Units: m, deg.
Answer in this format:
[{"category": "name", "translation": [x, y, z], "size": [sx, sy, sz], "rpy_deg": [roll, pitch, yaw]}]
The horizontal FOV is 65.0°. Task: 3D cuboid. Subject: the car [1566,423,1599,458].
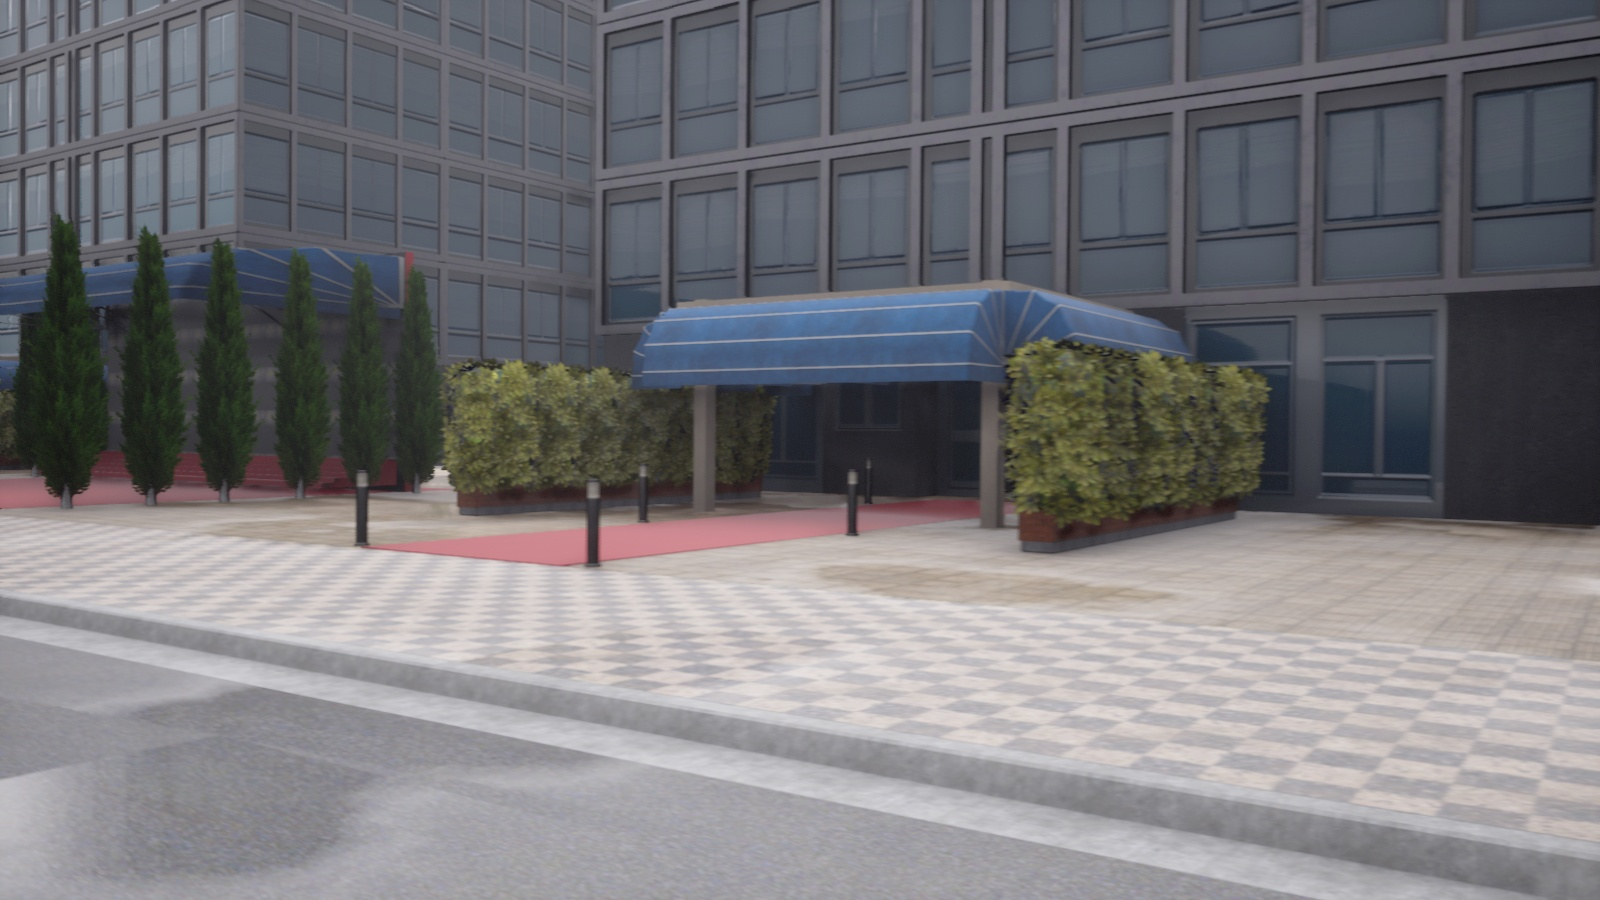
[{"category": "car", "translation": [36.383, -0.446, 54.810], "size": [4.902, 1.511, 2.128], "rpy_deg": [0, 1, 34]}]
